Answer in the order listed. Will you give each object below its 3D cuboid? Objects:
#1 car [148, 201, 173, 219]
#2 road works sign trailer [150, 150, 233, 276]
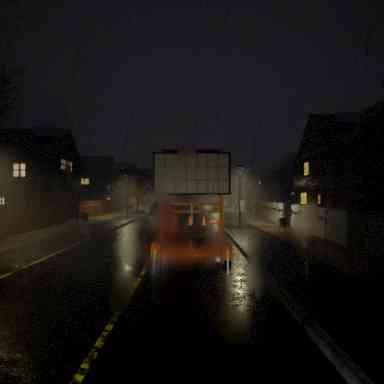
[{"bbox_3d":[-2.751,1.580,29.981,1.882,1.535,5.008,0,0,0],"label":"car"},{"bbox_3d":[-0.004,0.484,10.447,2.380,3.560,2.880,0,0,1],"label":"road works sign trailer"}]
